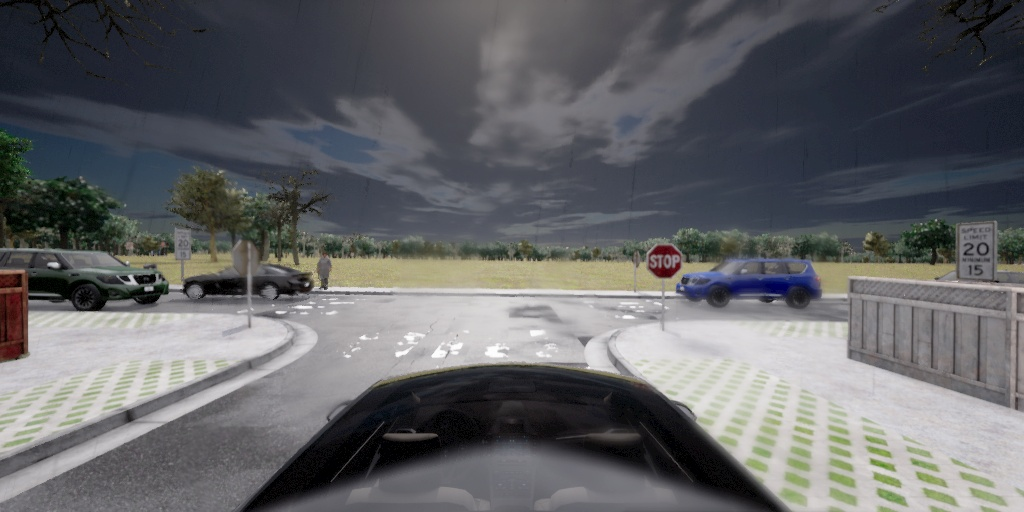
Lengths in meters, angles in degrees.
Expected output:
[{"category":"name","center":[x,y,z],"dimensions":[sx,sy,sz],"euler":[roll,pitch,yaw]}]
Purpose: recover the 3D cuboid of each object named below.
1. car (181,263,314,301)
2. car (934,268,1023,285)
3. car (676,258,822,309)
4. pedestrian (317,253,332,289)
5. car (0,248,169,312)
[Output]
[{"category":"car","center":[-11.480,1.067,15.729],"dimensions":[5.008,1.535,1.882],"euler":[1,0,-1]},{"category":"car","center":[20.193,1.393,15.671],"dimensions":[4.553,1.767,2.097],"euler":[1,0,0]},{"category":"car","center":[10.205,1.122,15.635],"dimensions":[5.566,2.045,2.150],"euler":[1,0,0]},{"category":"pedestrian","center":[-9.664,0.747,18.459],"dimensions":[0.375,1.860,0.375],"euler":[0,-1,0]},{"category":"car","center":[-15.492,0.764,12.574],"dimensions":[5.566,2.045,2.150],"euler":[1,0,0]}]
